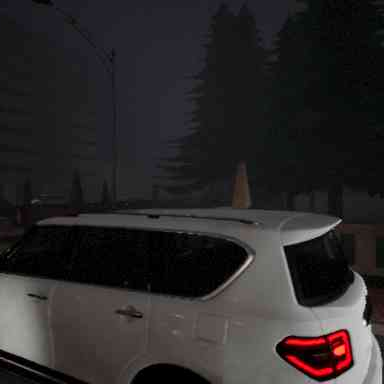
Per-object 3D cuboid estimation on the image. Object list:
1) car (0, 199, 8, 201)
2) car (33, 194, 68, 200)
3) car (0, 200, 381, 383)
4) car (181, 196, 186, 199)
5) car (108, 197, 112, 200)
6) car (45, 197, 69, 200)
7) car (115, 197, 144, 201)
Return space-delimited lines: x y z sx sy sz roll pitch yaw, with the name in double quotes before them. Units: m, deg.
"car" -16.747 1.386 26.885 2.097 1.767 4.553 0 0 28
"car" -15.863 1.233 36.151 2.150 2.045 5.566 0 0 27
"car" -0.884 1.212 4.076 5.566 2.045 2.150 0 0 30
"car" -2.959 1.166 53.298 2.150 2.045 5.566 0 0 29
"car" -11.241 1.459 45.026 1.882 1.535 5.008 0 0 27
"car" -12.590 1.533 34.844 1.812 1.442 4.674 0 0 28
"car" -7.813 1.481 44.032 1.837 1.490 4.892 0 0 27
